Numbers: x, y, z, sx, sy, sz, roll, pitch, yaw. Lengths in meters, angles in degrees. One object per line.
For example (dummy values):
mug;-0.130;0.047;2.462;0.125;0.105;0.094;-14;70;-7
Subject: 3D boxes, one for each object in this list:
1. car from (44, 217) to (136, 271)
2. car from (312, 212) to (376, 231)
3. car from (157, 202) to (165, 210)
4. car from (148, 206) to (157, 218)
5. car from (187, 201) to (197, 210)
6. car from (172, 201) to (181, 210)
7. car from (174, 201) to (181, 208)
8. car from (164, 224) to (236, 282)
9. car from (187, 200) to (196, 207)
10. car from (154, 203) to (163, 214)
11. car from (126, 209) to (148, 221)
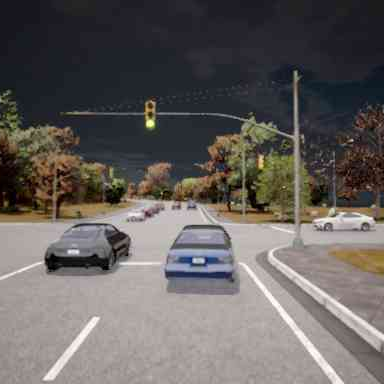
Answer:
car;-3.418;1.766;11.645;1.994;1.385;4.181;0;-2;0
car;11.813;2.292;25.991;4.674;1.442;1.812;0;-2;-1
car;-7.046;3.023;71.550;2.097;1.767;4.553;0;0;0
car;-7.122;3.245;51.639;1.895;1.301;4.718;0;-1;0
car;-0.048;2.996;74.181;2.097;1.767;4.553;0;0;0
car;-3.548;3.169;74.649;1.812;1.442;4.674;0;0;0
car;-3.672;3.072;84.625;1.837;1.490;4.892;0;0;-3
car;0.373;1.712;10.279;2.033;1.411;5.357;0;-2;5
car;-0.149;2.888;84.359;1.882;1.535;5.008;0;0;-3
car;-7.077;3.272;61.387;2.033;1.411;5.357;0;0;1
car;-7.132;2.956;42.619;1.812;1.442;4.674;0;-2;0
